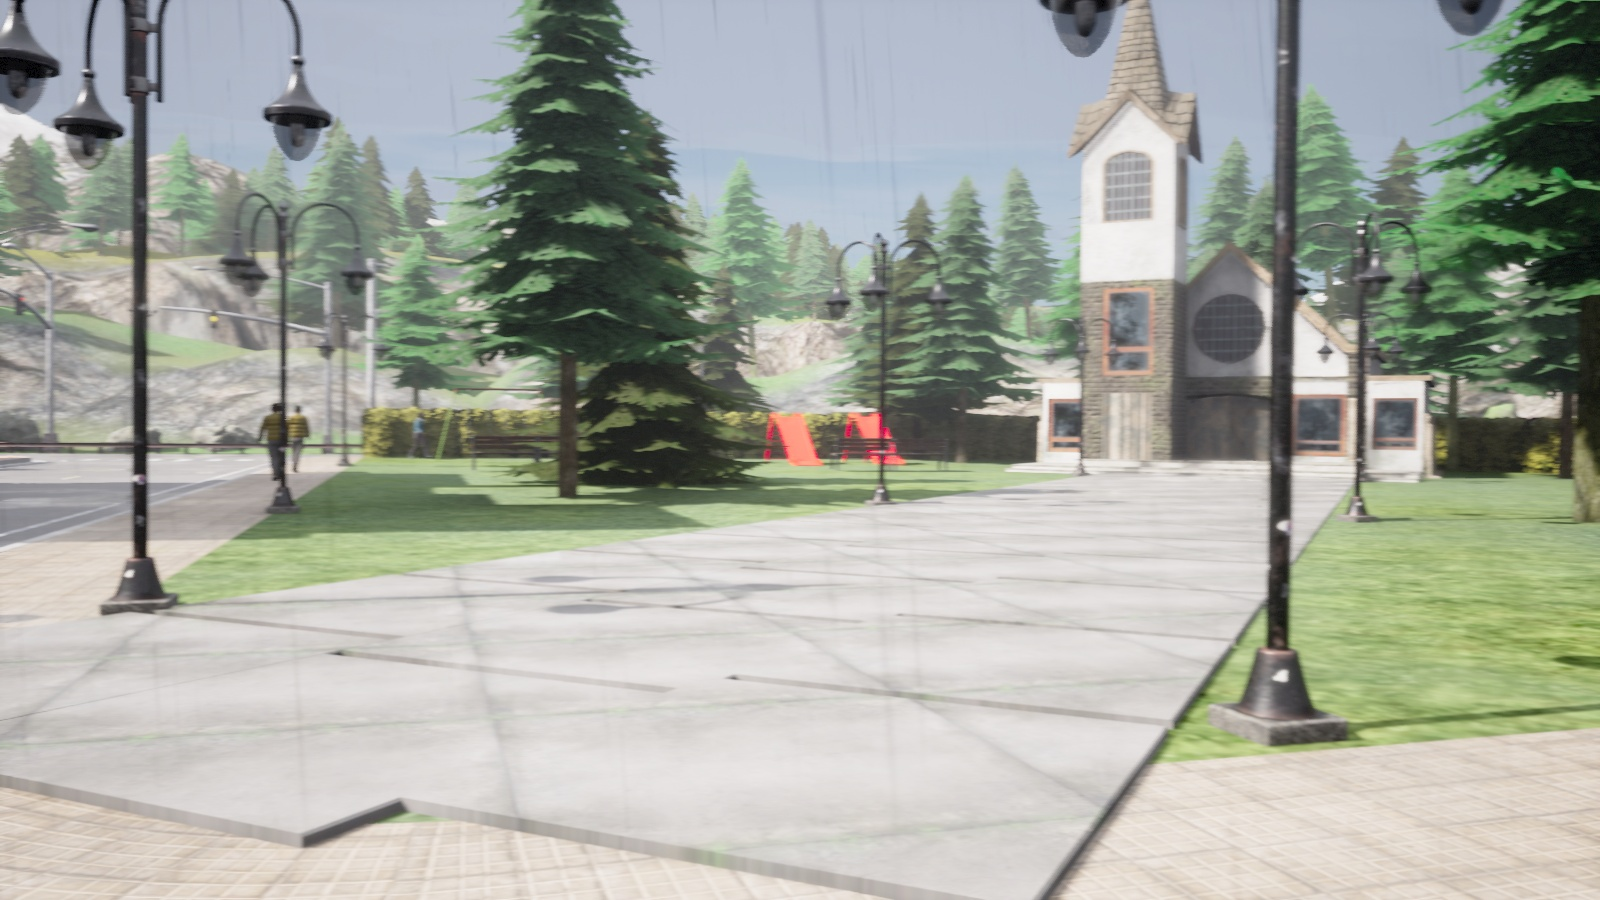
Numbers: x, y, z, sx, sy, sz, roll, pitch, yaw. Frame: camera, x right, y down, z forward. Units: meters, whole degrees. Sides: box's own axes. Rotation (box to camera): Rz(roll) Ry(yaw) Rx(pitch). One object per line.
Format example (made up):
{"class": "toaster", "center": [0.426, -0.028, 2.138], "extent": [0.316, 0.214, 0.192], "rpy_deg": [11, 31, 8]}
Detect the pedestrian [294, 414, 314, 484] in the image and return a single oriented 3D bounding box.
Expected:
{"class": "pedestrian", "center": [-13.213, -0.037, 33.441], "extent": [0.431, 1.840, 0.709], "rpy_deg": [-1, 1, -18]}

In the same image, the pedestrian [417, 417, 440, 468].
{"class": "pedestrian", "center": [-14.007, -0.289, 47.298], "extent": [0.692, 1.930, 0.396], "rpy_deg": [0, 1, 17]}

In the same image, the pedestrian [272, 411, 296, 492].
{"class": "pedestrian", "center": [-11.881, 0.033, 28.931], "extent": [0.431, 1.840, 0.709], "rpy_deg": [-1, 1, -19]}
